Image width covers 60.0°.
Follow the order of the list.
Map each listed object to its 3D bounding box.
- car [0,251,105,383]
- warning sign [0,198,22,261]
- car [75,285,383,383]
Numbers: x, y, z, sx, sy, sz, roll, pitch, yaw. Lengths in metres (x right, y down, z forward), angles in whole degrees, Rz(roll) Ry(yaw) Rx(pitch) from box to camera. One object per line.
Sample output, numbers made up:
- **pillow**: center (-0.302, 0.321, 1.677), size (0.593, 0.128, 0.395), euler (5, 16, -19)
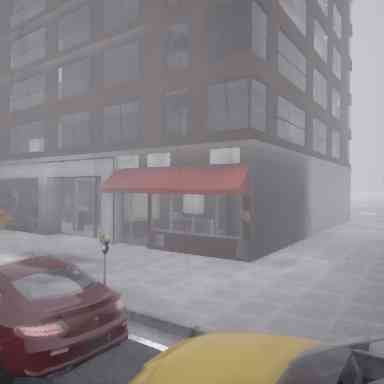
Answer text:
- **car**: center (-2.768, 1.580, 5.046), size (4.206, 1.307, 1.802), euler (0, 1, 36)
- **warning sign**: center (-6.128, 1.113, 10.178), size (1.060, 1.860, 1.300), euler (1, 0, 35)
- **car**: center (1.575, 1.524, 1.948), size (4.829, 1.417, 1.752), euler (0, 1, 36)
